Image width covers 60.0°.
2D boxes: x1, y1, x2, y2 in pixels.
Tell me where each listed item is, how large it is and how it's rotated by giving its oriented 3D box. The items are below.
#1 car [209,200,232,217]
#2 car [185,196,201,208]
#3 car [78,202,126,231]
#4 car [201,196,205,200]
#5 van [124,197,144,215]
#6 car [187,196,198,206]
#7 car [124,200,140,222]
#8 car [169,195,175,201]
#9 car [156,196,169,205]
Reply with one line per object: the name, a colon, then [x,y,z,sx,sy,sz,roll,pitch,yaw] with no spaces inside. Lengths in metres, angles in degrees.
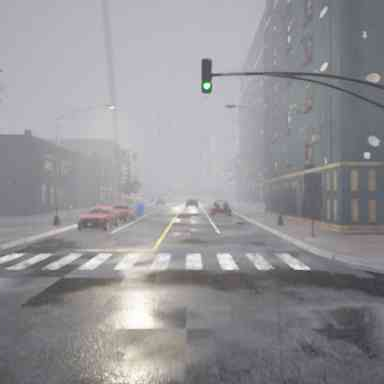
car: [2.714,1.497,32.357,1.967,1.590,4.097,1,0,0]
car: [0.013,1.591,48.597,1.837,1.490,4.892,0,0,0]
car: [-5.747,1.582,20.929,1.887,1.381,4.507,1,0,0]
car: [2.728,1.699,95.080,1.752,1.417,4.829,1,0,0]
van: [-5.664,1.398,32.298,1.690,1.788,3.998,1,0,0]
car: [0.015,1.582,59.022,1.882,1.535,5.008,0,0,0]
car: [-5.669,1.591,26.610,1.887,1.381,4.507,1,0,0]
car: [-5.652,1.602,89.164,1.967,1.590,4.097,1,0,0]
car: [-5.661,1.690,60.731,1.802,1.307,4.206,1,0,0]
